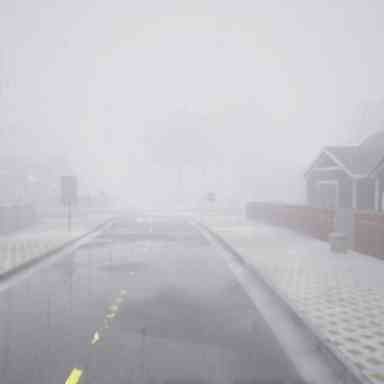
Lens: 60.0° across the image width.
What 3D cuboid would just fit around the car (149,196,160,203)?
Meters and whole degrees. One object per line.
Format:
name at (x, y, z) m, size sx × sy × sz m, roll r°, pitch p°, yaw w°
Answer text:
car at (-8.090, 1.636, 72.583) m, size 1.837 × 1.490 × 4.892 m, roll 0°, pitch 0°, yaw 2°

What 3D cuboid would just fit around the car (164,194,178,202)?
car at (-5.090, 1.494, 77.564) m, size 2.097 × 1.767 × 4.553 m, roll 0°, pitch 0°, yaw 5°
